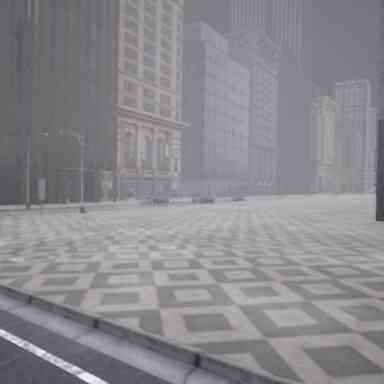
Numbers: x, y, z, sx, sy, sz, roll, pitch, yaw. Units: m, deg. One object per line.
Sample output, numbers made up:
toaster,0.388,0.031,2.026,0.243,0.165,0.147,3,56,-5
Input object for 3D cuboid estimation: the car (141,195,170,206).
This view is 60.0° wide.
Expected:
car,-5.240,1.114,47.827,2.128,1.511,4.902,2,1,35

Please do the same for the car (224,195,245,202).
car,7.770,1.164,60.886,2.033,1.411,5.357,2,1,35

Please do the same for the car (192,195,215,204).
car,1.894,1.152,52.483,2.128,1.511,4.902,2,1,36
